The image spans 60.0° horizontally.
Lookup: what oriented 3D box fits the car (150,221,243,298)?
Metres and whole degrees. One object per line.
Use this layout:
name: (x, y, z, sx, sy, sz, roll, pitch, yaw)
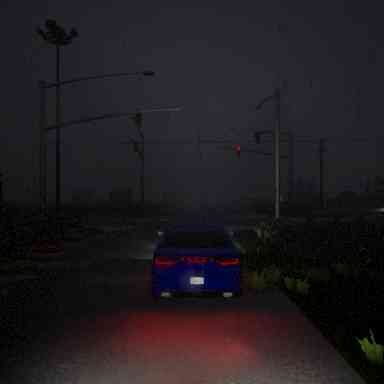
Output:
car: (0.101, 1.478, 8.582, 1.882, 1.535, 5.008, 0, 0, 0)
